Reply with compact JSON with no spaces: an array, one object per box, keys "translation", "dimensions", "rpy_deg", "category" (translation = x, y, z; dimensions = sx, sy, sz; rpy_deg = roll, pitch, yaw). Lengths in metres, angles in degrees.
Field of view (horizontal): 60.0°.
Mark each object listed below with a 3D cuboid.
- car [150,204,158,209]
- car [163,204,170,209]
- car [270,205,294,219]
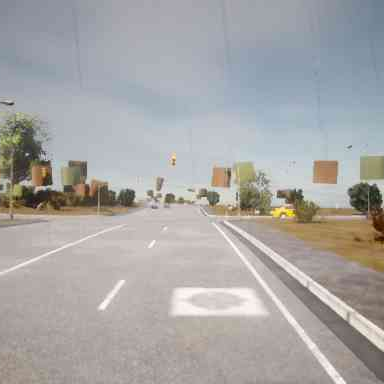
[{"translation":[-10.503,4.066,92.155],"dimensions":[1.895,1.301,4.718],"rpy_deg":[0,0,0],"category":"car"},{"translation":[-7.003,4.010,92.198],"dimensions":[2.033,1.411,5.357],"rpy_deg":[0,0,0],"category":"car"},{"translation":[10.958,2.136,35.707],"dimensions":[5.008,1.535,1.882],"rpy_deg":[0,-3,-1],"category":"car"}]
